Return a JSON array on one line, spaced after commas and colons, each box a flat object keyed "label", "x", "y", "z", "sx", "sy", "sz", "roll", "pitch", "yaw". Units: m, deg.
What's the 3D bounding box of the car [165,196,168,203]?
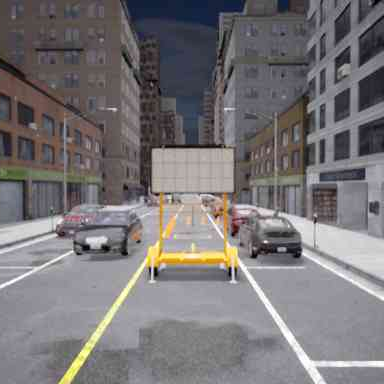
[{"label": "car", "x": -5.683, "y": 1.537, "z": 56.490, "sx": 1.947, "sy": 1.339, "sz": 4.313, "roll": -1, "pitch": 0, "yaw": 0}]

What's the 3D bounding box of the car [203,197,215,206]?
[{"label": "car", "x": 2.842, "y": 1.515, "z": 56.476, "sx": 1.887, "sy": 1.381, "sz": 4.507, "roll": -1, "pitch": 0, "yaw": 0}]

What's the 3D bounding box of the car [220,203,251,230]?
[{"label": "car", "x": 2.781, "y": 1.529, "z": 17.940, "sx": 1.887, "sy": 1.381, "sz": 4.507, "roll": -1, "pitch": 0, "yaw": 0}]

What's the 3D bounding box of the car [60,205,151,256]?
[{"label": "car", "x": -3.080, "y": 1.479, "z": 13.100, "sx": 2.128, "sy": 1.511, "sz": 4.902, "roll": 0, "pitch": 0, "yaw": 0}]

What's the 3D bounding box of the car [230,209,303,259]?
[{"label": "car", "x": 2.772, "y": 1.539, "z": 12.435, "sx": 2.008, "sy": 1.369, "sz": 4.403, "roll": -1, "pitch": 0, "yaw": 0}]

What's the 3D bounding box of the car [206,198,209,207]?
[{"label": "car", "x": 2.807, "y": 1.520, "z": 34.456, "sx": 1.887, "sy": 1.381, "sz": 4.507, "roll": -1, "pitch": 0, "yaw": 0}]

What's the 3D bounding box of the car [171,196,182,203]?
[{"label": "car", "x": -2.919, "y": 1.478, "z": 63.189, "sx": 1.837, "sy": 1.490, "sz": 4.892, "roll": 0, "pitch": -1, "yaw": 1}]

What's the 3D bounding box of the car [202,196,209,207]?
[{"label": "car", "x": 2.833, "y": 1.537, "z": 50.971, "sx": 1.947, "sy": 1.339, "sz": 4.313, "roll": -1, "pitch": 0, "yaw": 0}]

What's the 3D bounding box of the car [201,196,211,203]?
[{"label": "car", "x": 2.859, "y": 1.515, "z": 67.487, "sx": 1.887, "sy": 1.381, "sz": 4.507, "roll": -1, "pitch": 0, "yaw": 0}]

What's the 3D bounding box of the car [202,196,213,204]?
[{"label": "car", "x": 2.850, "y": 1.515, "z": 61.981, "sx": 1.887, "sy": 1.381, "sz": 4.507, "roll": -1, "pitch": 0, "yaw": 0}]

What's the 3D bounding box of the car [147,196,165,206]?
[{"label": "car", "x": -5.694, "y": 1.411, "z": 50.984, "sx": 1.967, "sy": 1.590, "sz": 4.097, "roll": -1, "pitch": 0, "yaw": 0}]

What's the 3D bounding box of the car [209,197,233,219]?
[{"label": "car", "x": 2.796, "y": 1.418, "z": 28.951, "sx": 1.967, "sy": 1.590, "sz": 4.097, "roll": -1, "pitch": 0, "yaw": 0}]

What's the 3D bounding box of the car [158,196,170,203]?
[{"label": "car", "x": -5.666, "y": 1.515, "z": 67.500, "sx": 1.887, "sy": 1.381, "sz": 4.507, "roll": -1, "pitch": 0, "yaw": 0}]

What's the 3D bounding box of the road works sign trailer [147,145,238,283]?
[{"label": "road works sign trailer", "x": 0.028, "y": 0.455, "z": 9.576, "sx": 2.380, "sy": 3.560, "sz": 2.880, "roll": 0, "pitch": 0, "yaw": 0}]

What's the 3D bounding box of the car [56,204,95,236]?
[{"label": "car", "x": -5.745, "y": 1.424, "z": 17.954, "sx": 1.967, "sy": 1.590, "sz": 4.097, "roll": -1, "pitch": 0, "yaw": 0}]
